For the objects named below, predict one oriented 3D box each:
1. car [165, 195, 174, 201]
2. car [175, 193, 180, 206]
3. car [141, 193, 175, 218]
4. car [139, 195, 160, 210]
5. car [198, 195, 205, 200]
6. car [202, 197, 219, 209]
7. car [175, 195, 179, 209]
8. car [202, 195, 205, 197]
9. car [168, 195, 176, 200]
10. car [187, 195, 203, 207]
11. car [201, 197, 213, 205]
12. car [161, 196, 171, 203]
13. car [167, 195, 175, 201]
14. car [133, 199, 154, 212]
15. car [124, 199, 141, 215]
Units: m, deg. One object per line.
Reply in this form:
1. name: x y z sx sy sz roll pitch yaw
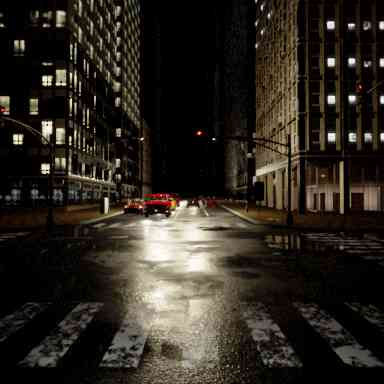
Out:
1. car: -5.591 1.578 83.933 1.887 1.381 4.507 1 0 0
2. car: -3.038 1.241 52.012 2.150 2.045 5.566 0 0 0
3. car: -3.062 1.233 31.086 2.150 2.045 5.566 0 0 0
4. car: -5.626 1.332 44.907 2.192 1.841 5.009 1 0 0
5. car: 2.801 1.583 95.156 1.887 1.381 4.507 1 0 0
6. car: 2.748 1.599 44.960 1.802 1.307 4.206 1 0 0
7. car: -3.056 1.493 41.513 1.882 1.535 5.008 0 0 0
8. car: 2.762 1.547 56.286 1.752 1.417 4.829 1 0 0
9. car: -5.580 1.605 95.083 1.947 1.339 4.313 1 0 0
10. car: 0.150 1.567 50.284 2.033 1.411 5.357 0 0 0
11. car: 2.766 1.590 61.693 1.947 1.339 4.313 1 0 0
12. car: -5.602 1.573 72.782 1.887 1.381 4.507 1 0 0
13. car: -5.585 1.587 89.508 2.008 1.369 4.403 1 0 0
14. car: -5.637 1.597 39.332 1.802 1.307 4.206 1 0 0
15. car: -5.640 1.453 33.756 1.967 1.590 4.097 1 0 0
